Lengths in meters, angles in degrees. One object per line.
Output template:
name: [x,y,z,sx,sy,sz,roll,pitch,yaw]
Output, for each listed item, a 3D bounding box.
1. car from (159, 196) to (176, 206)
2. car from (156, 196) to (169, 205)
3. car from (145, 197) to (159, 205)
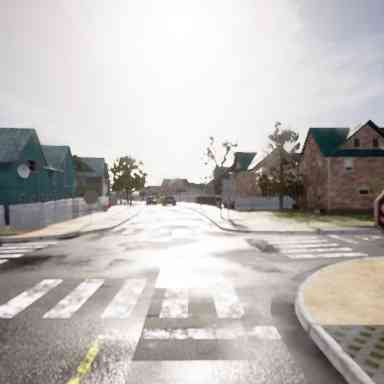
car: [-3.962,1.466,57.027,2.097,1.767,4.553,0,0,-10]
car: [-5.936,1.681,66.955,1.882,1.535,5.008,0,-1,-13]
car: [-7.441,1.649,60.693,1.837,1.490,4.892,0,0,-10]
